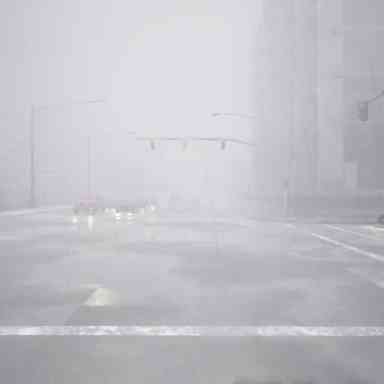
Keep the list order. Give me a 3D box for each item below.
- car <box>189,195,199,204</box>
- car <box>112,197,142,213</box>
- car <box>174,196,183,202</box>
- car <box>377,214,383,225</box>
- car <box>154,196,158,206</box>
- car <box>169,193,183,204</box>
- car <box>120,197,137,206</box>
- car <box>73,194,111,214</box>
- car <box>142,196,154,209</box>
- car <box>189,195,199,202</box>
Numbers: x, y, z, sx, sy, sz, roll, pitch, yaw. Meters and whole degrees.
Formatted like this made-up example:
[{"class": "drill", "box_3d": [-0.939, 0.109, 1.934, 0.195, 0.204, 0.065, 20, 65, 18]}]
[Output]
[{"class": "car", "box_3d": [0.434, 1.526, 65.008, 1.812, 1.442, 4.674, 0, 0, 1]}, {"class": "car", "box_3d": [-7.195, 1.564, 37.273, 1.994, 1.385, 4.181, 0, 0, 1]}, {"class": "car", "box_3d": [-2.985, 1.511, 75.533, 1.895, 1.301, 4.718, 0, 0, 1]}, {"class": "car", "box_3d": [13.957, 1.564, 20.710, 4.181, 1.385, 1.994, 0, 0, 0]}, {"class": "car", "box_3d": [-6.870, 1.492, 56.687, 2.128, 1.511, 4.902, 0, 0, 1]}, {"class": "car", "box_3d": [-3.160, 1.222, 64.890, 2.150, 2.045, 5.566, 0, 0, 1]}, {"class": "car", "box_3d": [-10.411, 1.526, 55.010, 1.812, 1.442, 4.674, 0, 0, 1]}, {"class": "car", "box_3d": [-10.725, 1.222, 35.334, 2.150, 2.045, 5.566, 0, 0, 1]}, {"class": "car", "box_3d": [-7.043, 1.547, 46.515, 2.033, 1.411, 5.357, 0, 0, 2]}, {"class": "car", "box_3d": [0.512, 1.524, 75.182, 2.128, 1.511, 4.902, 0, 0, 1]}]
